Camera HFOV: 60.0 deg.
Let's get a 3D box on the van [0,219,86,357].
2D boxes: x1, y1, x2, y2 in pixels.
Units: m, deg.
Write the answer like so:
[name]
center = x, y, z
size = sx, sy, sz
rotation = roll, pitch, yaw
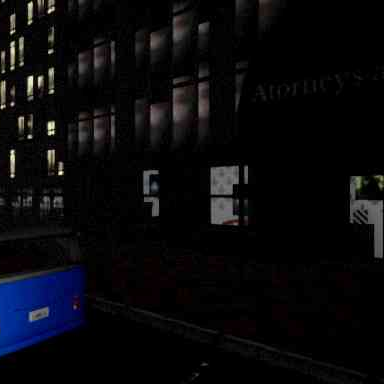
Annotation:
[van]
center = -3.474, 1.341, 5.370
size = 3.998, 1.788, 1.690
rotation = 0, 0, 36
